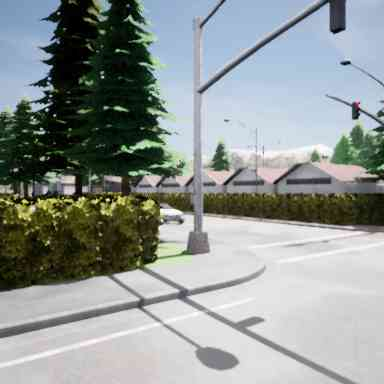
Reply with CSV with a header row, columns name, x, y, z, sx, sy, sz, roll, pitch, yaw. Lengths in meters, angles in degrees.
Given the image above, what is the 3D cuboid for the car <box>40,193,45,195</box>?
name,x,y,z,sx,sy,sz,roll,pitch,yaw
car,-31.614,1.191,70.555,2.097,1.767,4.553,0,0,-36

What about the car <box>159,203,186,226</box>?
name,x,y,z,sx,sy,sz,roll,pitch,yaw
car,-2.320,1.515,23.811,1.812,1.442,4.674,0,0,-36
